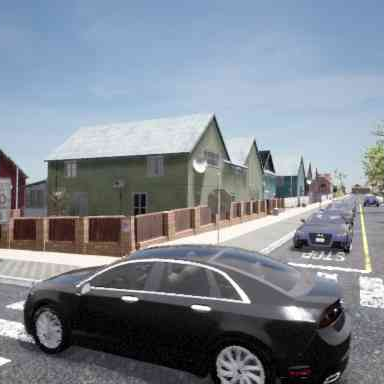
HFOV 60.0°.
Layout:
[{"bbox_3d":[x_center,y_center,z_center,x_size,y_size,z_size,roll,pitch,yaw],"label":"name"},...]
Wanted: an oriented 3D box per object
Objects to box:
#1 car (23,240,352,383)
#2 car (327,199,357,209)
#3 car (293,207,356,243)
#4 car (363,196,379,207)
[{"bbox_3d":[-0.343,1.557,4.934,4.892,1.490,1.837,-1,-1,26],"label":"car"},{"bbox_3d":[9.711,1.498,22.079,2.128,1.511,4.902,0,0,27],"label":"car"},{"bbox_3d":[5.579,1.568,13.881,1.994,1.385,4.181,0,0,27],"label":"car"},{"bbox_3d":[28.094,1.361,52.206,2.097,1.767,4.553,0,0,27],"label":"car"}]
